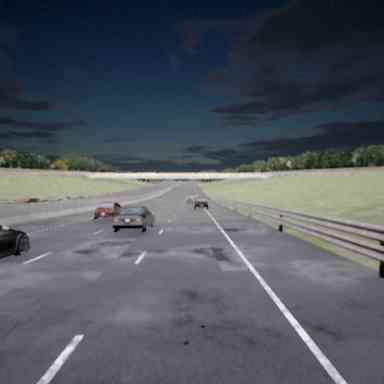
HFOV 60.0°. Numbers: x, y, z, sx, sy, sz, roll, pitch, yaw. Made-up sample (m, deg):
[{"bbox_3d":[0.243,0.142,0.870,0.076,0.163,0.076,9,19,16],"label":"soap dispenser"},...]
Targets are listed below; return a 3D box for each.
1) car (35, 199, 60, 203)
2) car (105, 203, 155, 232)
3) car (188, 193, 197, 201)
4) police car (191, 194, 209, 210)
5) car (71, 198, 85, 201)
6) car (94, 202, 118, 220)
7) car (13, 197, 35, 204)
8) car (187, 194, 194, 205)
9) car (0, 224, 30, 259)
[{"bbox_3d":[-21.048,1.681,49.891,1.895,1.301,4.718,0,0,0],"label":"car"},{"bbox_3d":[-3.393,1.547,19.972,2.033,1.411,5.357,0,0,0],"label":"car"},{"bbox_3d":[0.019,1.219,79.695,2.097,1.767,4.553,0,1,0],"label":"car"},{"bbox_3d":[1.240,1.486,44.968,1.930,1.638,5.238,0,0,0],"label":"police car"},{"bbox_3d":[-17.534,1.634,51.159,2.033,1.411,5.357,0,0,1],"label":"car"},{"bbox_3d":[-6.890,1.537,28.063,1.812,1.442,4.674,0,0,0],"label":"car"},{"bbox_3d":[-24.546,1.556,49.385,1.882,1.535,5.008,0,0,0],"label":"car"},{"bbox_3d":[0.005,1.613,63.739,2.128,1.511,4.902,0,0,0],"label":"car"},{"bbox_3d":[-6.896,1.559,10.426,1.994,1.385,4.181,0,0,0],"label":"car"}]
